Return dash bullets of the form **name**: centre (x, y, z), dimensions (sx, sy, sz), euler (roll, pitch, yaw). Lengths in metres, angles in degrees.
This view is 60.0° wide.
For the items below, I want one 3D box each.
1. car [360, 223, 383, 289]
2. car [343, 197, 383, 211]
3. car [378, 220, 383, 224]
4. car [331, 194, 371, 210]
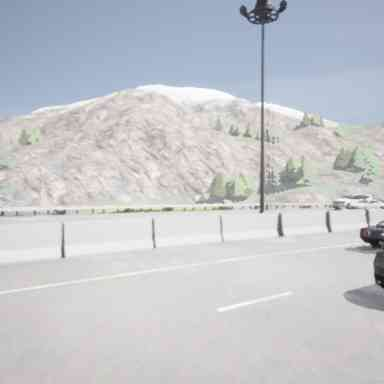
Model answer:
- **car**: centre (6.151, 1.524, 7.610), dimensions (4.892, 1.490, 1.837), euler (0, 0, -32)
- **car**: centre (20.233, 1.581, 38.422), dimensions (4.674, 1.442, 1.812), euler (0, 0, -22)
- **car**: centre (9.013, 1.628, 13.388), dimensions (4.718, 1.301, 1.895), euler (0, 0, -30)
- **car**: centre (20.436, 1.276, 42.277), dimensions (5.566, 2.045, 2.150), euler (0, 0, -21)
